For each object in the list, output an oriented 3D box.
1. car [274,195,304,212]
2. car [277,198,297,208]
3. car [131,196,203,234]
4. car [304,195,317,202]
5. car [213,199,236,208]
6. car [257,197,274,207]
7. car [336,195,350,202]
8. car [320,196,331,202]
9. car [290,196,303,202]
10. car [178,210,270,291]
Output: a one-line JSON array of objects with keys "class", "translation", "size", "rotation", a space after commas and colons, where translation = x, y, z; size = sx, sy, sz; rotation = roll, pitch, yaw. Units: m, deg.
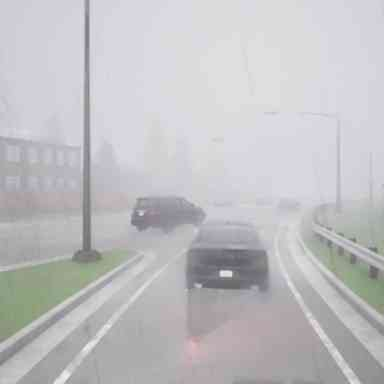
[{"class": "car", "translation": [11.817, 1.454, 40.261], "size": [2.097, 1.767, 4.553], "rotation": [0, 0, 27]}, {"class": "car", "translation": [15.207, 1.698, 53.175], "size": [1.994, 1.385, 4.181], "rotation": [0, 0, 32]}, {"class": "car", "translation": [-1.299, 1.275, 20.138], "size": [2.150, 2.045, 5.566], "rotation": [0, 0, 32]}, {"class": "car", "translation": [29.894, 1.690, 83.486], "size": [1.882, 1.535, 5.008], "rotation": [0, 0, 32]}, {"class": "car", "translation": [4.994, 1.726, 50.039], "size": [1.895, 1.301, 4.718], "rotation": [0, 0, 32]}, {"class": "car", "translation": [12.199, 1.642, 54.963], "size": [1.837, 1.490, 4.892], "rotation": [0, -1, 32]}, {"class": "car", "translation": [35.814, 1.755, 79.750], "size": [1.994, 1.385, 4.181], "rotation": [0, 0, 32]}, {"class": "car", "translation": [32.863, 1.733, 81.632], "size": [2.128, 1.511, 4.902], "rotation": [0, 0, 32]}, {"class": "car", "translation": [26.705, 1.740, 84.986], "size": [2.128, 1.511, 4.902], "rotation": [0, 0, 32]}, {"class": "car", "translation": [1.005, 1.501, 9.186], "size": [1.882, 1.535, 5.008], "rotation": [0, 0, 7]}]
